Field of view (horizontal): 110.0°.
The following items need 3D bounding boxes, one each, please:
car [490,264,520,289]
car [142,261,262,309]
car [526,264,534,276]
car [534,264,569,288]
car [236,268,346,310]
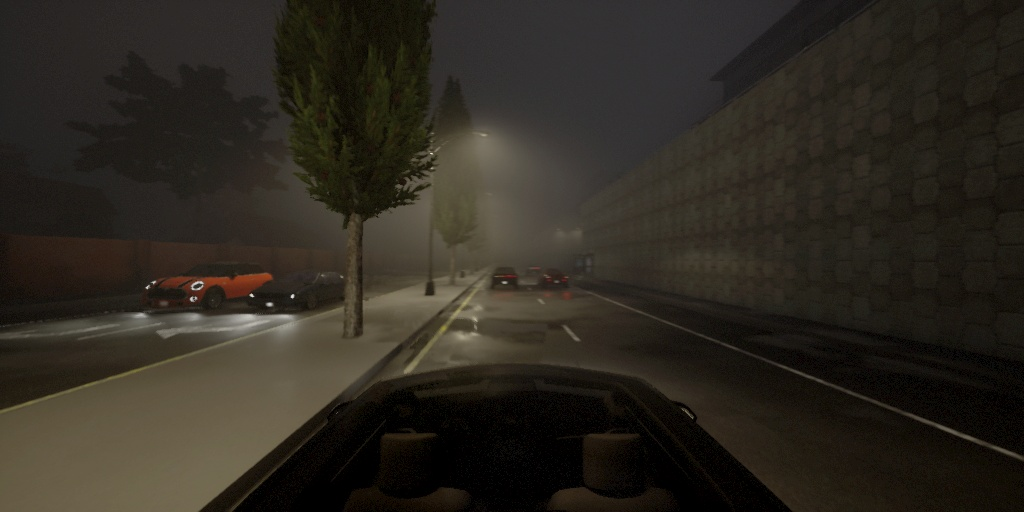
[{"bbox_3d":[-0.518,1.472,25.608,1.837,1.490,4.892,1,0,-1],"label":"car"},{"bbox_3d":[-11.783,1.034,14.344,2.097,1.767,4.553,1,0,-1],"label":"car"},{"bbox_3d":[2.664,1.684,44.582,2.128,1.511,4.902,1,-1,1],"label":"car"},{"bbox_3d":[2.969,1.553,26.467,1.812,1.442,4.674,1,0,-1],"label":"car"},{"bbox_3d":[-8.294,1.290,14.855,2.033,1.411,5.357,1,-1,-1],"label":"car"}]
